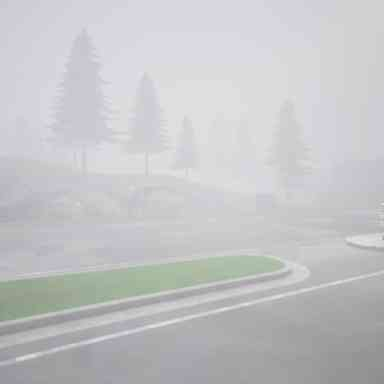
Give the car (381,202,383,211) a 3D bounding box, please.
[{"bbox_3d":[21.330,1.187,33.825,4.892,1.490,1.837,0,0,-30],"label":"car"}]
